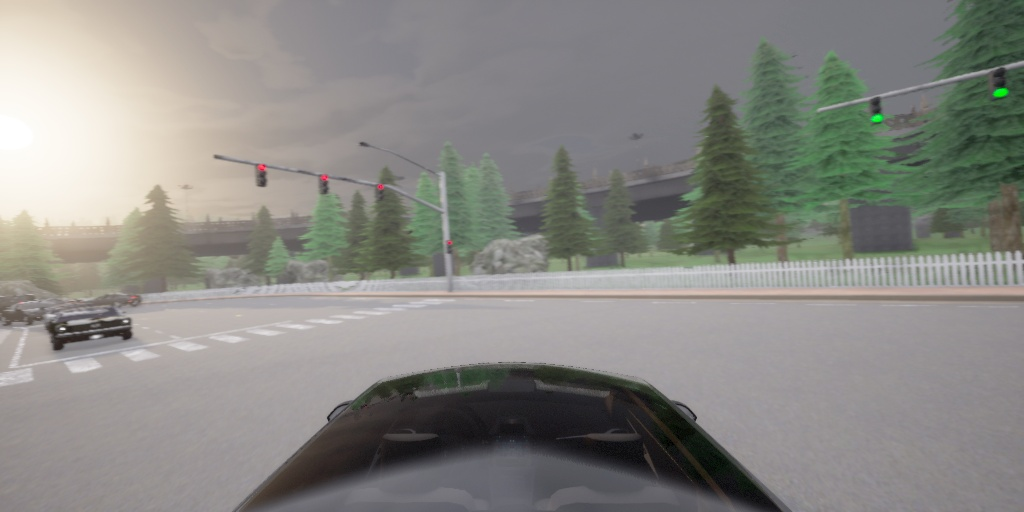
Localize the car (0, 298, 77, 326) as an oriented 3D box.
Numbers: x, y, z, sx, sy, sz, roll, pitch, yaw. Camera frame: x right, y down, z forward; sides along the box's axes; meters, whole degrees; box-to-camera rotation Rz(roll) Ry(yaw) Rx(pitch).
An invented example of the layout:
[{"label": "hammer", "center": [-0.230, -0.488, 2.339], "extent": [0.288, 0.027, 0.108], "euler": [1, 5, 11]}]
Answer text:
[{"label": "car", "center": [-32.473, 3.842, 24.467], "extent": [4.892, 1.490, 1.837], "euler": [-5, -1, 19]}]

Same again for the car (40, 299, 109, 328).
[{"label": "car", "center": [-23.495, 3.222, 19.238], "extent": [4.718, 1.301, 1.895], "euler": [-5, -1, 36]}]

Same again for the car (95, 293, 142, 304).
[{"label": "car", "center": [-40.751, 4.571, 36.548], "extent": [4.892, 1.490, 1.837], "euler": [-4, -1, 0]}]

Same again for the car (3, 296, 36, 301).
[{"label": "car", "center": [-42.567, 4.657, 33.033], "extent": [4.902, 1.511, 2.128], "euler": [-4, -1, -3]}]

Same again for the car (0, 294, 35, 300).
[{"label": "car", "center": [-50.881, 5.024, 35.376], "extent": [5.566, 2.045, 2.150], "euler": [-4, -1, -21]}]

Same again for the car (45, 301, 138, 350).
[{"label": "car", "center": [-16.196, 2.629, 13.766], "extent": [4.718, 1.301, 1.895], "euler": [-5, -1, 37]}]
